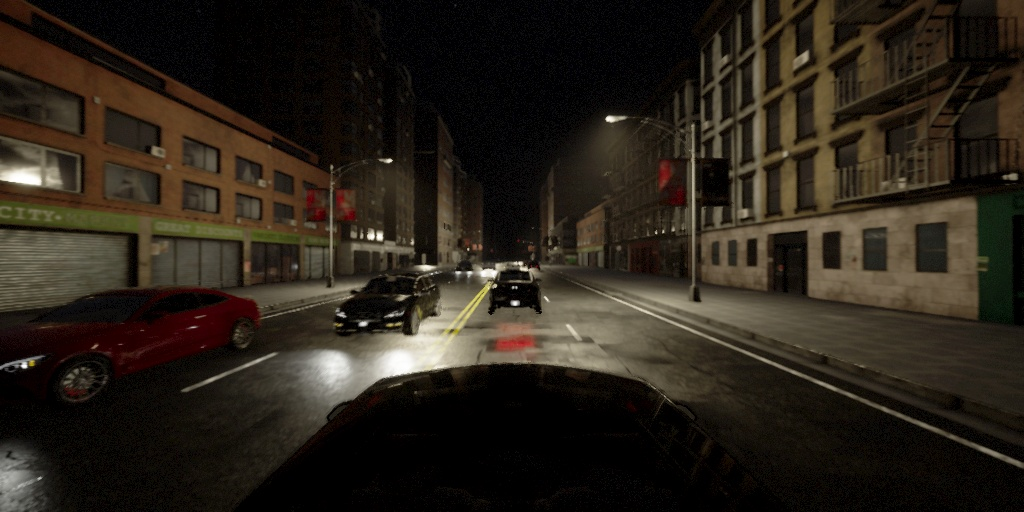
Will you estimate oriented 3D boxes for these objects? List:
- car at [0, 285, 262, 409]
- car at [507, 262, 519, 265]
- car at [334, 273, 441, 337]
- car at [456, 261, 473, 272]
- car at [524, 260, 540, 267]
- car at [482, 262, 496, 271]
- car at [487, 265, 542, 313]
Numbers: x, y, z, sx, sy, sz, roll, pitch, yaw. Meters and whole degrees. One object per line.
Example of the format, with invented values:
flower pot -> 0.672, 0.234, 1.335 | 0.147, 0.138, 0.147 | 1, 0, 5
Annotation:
car -> -6.598, 1.288, 6.328 | 1.812, 1.442, 4.674 | 0, 0, 0
car -> 0.122, 1.472, 47.290 | 1.895, 1.301, 4.718 | 0, 0, 0
car -> -3.346, 1.279, 10.497 | 1.837, 1.490, 4.892 | 0, 0, 0
car -> -6.543, 1.403, 50.152 | 1.812, 1.442, 4.674 | 0, 0, 0
car -> 3.375, 1.401, 56.941 | 1.837, 1.490, 4.892 | 0, 0, 0
car -> -3.298, 1.482, 51.675 | 1.895, 1.301, 4.718 | 0, 0, 0
car -> 0.106, 1.290, 14.101 | 1.837, 1.490, 4.892 | 0, 0, 0
